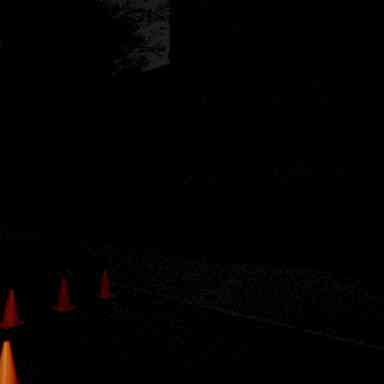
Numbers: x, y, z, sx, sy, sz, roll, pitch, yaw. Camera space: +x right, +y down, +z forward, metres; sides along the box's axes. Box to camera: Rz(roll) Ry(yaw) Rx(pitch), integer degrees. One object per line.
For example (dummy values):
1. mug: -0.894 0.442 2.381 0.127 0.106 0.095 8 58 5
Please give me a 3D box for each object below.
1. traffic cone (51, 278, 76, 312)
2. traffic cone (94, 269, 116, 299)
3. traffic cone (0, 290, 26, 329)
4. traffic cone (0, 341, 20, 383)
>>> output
1. traffic cone: -2.513 1.987 6.530 0.340 0.580 0.340 0 0 36
2. traffic cone: -1.918 1.999 7.343 0.340 0.580 0.340 0 -2 36
3. traffic cone: -3.103 1.980 5.724 0.340 0.580 0.340 0 0 36
4. traffic cone: -2.078 1.973 3.736 0.340 0.580 0.340 0 0 36
